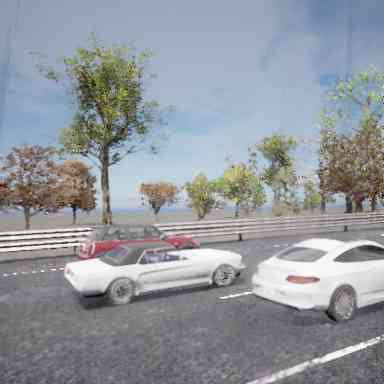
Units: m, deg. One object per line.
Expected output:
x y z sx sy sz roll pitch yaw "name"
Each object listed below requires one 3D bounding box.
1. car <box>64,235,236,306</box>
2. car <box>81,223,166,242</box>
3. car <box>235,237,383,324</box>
-0.880 2.034 9.126 4.718 1.301 1.895 0 -3 -29 "car"
-1.900 1.977 12.565 4.553 1.767 2.097 0 -3 -29 "car"
3.495 1.755 7.550 4.674 1.442 1.812 0 -3 -29 "car"
